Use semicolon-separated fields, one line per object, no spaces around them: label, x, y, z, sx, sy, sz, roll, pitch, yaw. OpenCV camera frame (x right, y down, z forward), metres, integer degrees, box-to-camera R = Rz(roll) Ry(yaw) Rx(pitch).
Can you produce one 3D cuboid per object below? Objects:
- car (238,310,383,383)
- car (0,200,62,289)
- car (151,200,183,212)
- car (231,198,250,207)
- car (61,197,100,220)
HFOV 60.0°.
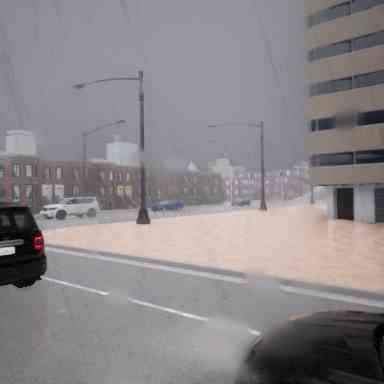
car;2.642;1.503;2.110;4.892;1.490;1.837;0;0;35
car;-5.805;1.265;8.083;5.566;2.045;2.150;0;0;36
car;-3.176;1.777;43.002;1.882;1.535;5.008;-1;0;37
car;8.661;1.818;58.680;1.812;1.442;4.674;-1;-1;37
car;-11.512;1.525;31.864;2.150;2.045;5.566;-1;-1;37
